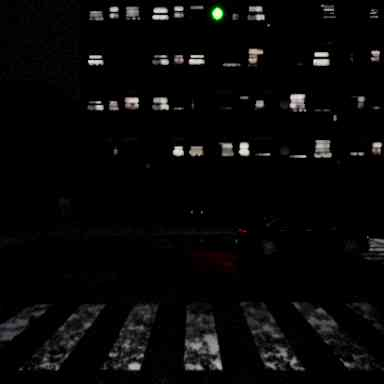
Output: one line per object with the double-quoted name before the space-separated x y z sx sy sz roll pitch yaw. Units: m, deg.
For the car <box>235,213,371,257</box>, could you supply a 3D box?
"car" 4.131 1.591 12.665 4.892 1.490 1.837 0 -2 1
